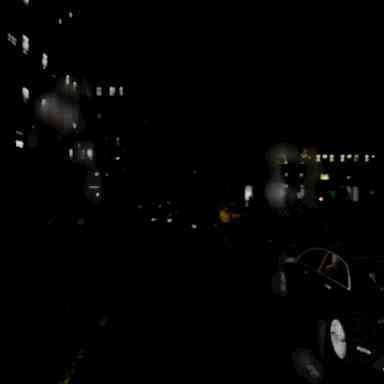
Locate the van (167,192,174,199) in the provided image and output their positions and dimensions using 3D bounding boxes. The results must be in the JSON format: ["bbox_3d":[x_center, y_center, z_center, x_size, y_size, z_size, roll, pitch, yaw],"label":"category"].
[{"bbox_3d":[-5.704,0.835,88.275,1.690,1.788,3.998,0,0,0],"label":"van"}]

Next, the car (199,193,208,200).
[{"bbox_3d":[2.679,0.986,76.882,1.967,1.590,4.097,0,0,0],"label":"car"}]

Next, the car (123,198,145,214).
[{"bbox_3d":[-5.696,1.313,33.065,1.752,1.417,4.829,0,0,0],"label":"car"}]

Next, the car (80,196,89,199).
[{"bbox_3d":[-17.279,0.961,47.464,5.009,1.841,2.192,0,0,0],"label":"car"}]

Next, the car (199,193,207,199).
[{"bbox_3d":[2.680,1.124,71.186,2.008,1.369,4.403,0,0,0],"label":"car"}]

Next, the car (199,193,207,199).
[{"bbox_3d":[2.678,0.959,82.578,1.967,1.590,4.097,0,0,0],"label":"car"}]

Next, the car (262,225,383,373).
[{"bbox_3d":[2.689,1.514,5.537,2.008,1.369,4.403,0,0,0],"label":"car"}]

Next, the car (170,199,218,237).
[{"bbox_3d":[0.099,1.366,17.298,1.882,1.535,5.008,0,0,0],"label":"car"}]

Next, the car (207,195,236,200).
[{"bbox_3d":[2.687,1.137,27.694,2.192,1.841,5.009,0,0,0],"label":"car"}]

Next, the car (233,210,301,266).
[{"bbox_3d":[2.688,1.494,11.077,1.947,1.339,4.313,0,0,0],"label":"car"}]

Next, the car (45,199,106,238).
[{"bbox_3d":[-5.693,1.333,16.615,1.967,1.590,4.097,0,0,0],"label":"car"}]

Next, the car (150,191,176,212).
[{"bbox_3d":[-3.054,1.001,34.813,2.150,2.045,5.566,0,0,1],"label":"car"}]

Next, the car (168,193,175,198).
[{"bbox_3d":[-5.704,1.051,93.973,1.802,1.307,4.206,0,0,0],"label":"car"}]

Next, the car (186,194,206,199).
[{"bbox_3d":[0.097,1.261,33.750,1.882,1.535,5.008,0,0,0],"label":"car"}]

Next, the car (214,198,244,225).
[{"bbox_3d":[2.687,1.381,22.325,1.752,1.417,4.829,0,0,0],"label":"car"}]

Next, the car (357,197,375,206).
[{"bbox_3d":[26.144,1.361,47.728,4.507,1.381,1.887,0,0,0],"label":"car"}]
